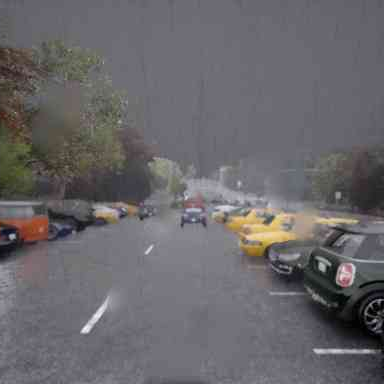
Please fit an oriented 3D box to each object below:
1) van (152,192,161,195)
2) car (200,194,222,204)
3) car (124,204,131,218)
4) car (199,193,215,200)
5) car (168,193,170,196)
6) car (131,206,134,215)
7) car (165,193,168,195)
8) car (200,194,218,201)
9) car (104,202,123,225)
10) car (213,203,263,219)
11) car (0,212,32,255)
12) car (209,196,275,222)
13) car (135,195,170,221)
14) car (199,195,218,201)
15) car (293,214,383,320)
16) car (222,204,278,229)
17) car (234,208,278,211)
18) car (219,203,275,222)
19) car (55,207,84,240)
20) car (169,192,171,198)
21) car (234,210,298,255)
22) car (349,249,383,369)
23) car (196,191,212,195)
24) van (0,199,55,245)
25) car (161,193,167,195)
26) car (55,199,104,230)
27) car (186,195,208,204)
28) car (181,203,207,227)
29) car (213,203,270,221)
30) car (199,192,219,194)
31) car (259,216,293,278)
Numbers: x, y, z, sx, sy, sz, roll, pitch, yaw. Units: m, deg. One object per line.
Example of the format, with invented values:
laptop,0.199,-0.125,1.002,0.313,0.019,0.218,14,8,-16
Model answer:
van,-8.673,1.315,63.599,4.442,1.987,1.878,1,0,0
car,4.309,1.570,63.669,4.792,1.488,2.163,0,0,0
car,-8.509,1.878,31.082,4.792,1.488,2.163,0,-1,0
car,4.276,1.214,94.320,4.553,1.767,2.185,0,1,0
car,-8.777,1.544,83.002,5.008,1.535,2.097,0,1,0
car,-8.569,1.761,33.730,4.553,1.767,2.185,0,-1,0
car,-8.973,1.586,77.556,5.366,1.575,1.946,0,0,0
car,4.331,1.380,85.960,4.553,1.767,2.185,0,1,0
car,-8.353,1.764,25.543,5.366,1.575,1.946,0,-1,0
car,4.571,1.918,33.851,4.792,1.488,2.163,0,-1,0
car,-8.568,1.600,11.570,4.792,1.488,2.163,0,-1,0
car,4.513,1.556,28.303,5.566,2.045,2.435,0,-1,0
car,-3.573,1.595,31.401,2.150,2.045,5.566,0,-1,0
car,4.332,1.488,88.750,4.792,1.488,2.163,0,1,0
car,4.509,1.394,6.101,4.553,1.767,2.185,0,0,0
car,4.727,1.682,19.972,5.366,1.575,1.946,0,-1,0
car,4.726,1.602,14.299,5.366,1.575,1.946,0,-1,0
car,4.535,1.727,22.747,4.892,1.521,2.231,0,-1,0
car,-8.511,1.674,17.235,4.792,1.488,2.163,0,-1,0
car,-8.771,1.459,88.710,4.892,1.521,2.231,0,1,0
car,4.355,1.568,11.647,5.366,1.575,1.946,0,-1,0
car,4.511,1.530,3.327,4.792,1.488,2.163,0,0,0
car,4.262,1.345,74.812,5.566,2.045,2.435,0,0,0
van,-8.656,1.379,14.344,4.442,1.987,1.878,0,-1,0
car,-8.975,1.592,74.760,5.366,1.575,1.946,0,0,0
car,-8.567,1.434,20.008,5.566,2.045,2.435,0,-1,0
car,0.437,1.690,41.197,2.150,2.045,5.566,0,0,7
car,0.113,1.810,25.332,1.812,1.442,4.674,0,-1,0
car,4.536,1.848,31.075,5.008,1.535,2.097,0,-1,0
car,4.254,1.455,69.239,4.553,1.767,2.185,0,0,0
car,4.546,1.544,8.879,4.892,1.521,2.231,0,-1,0
